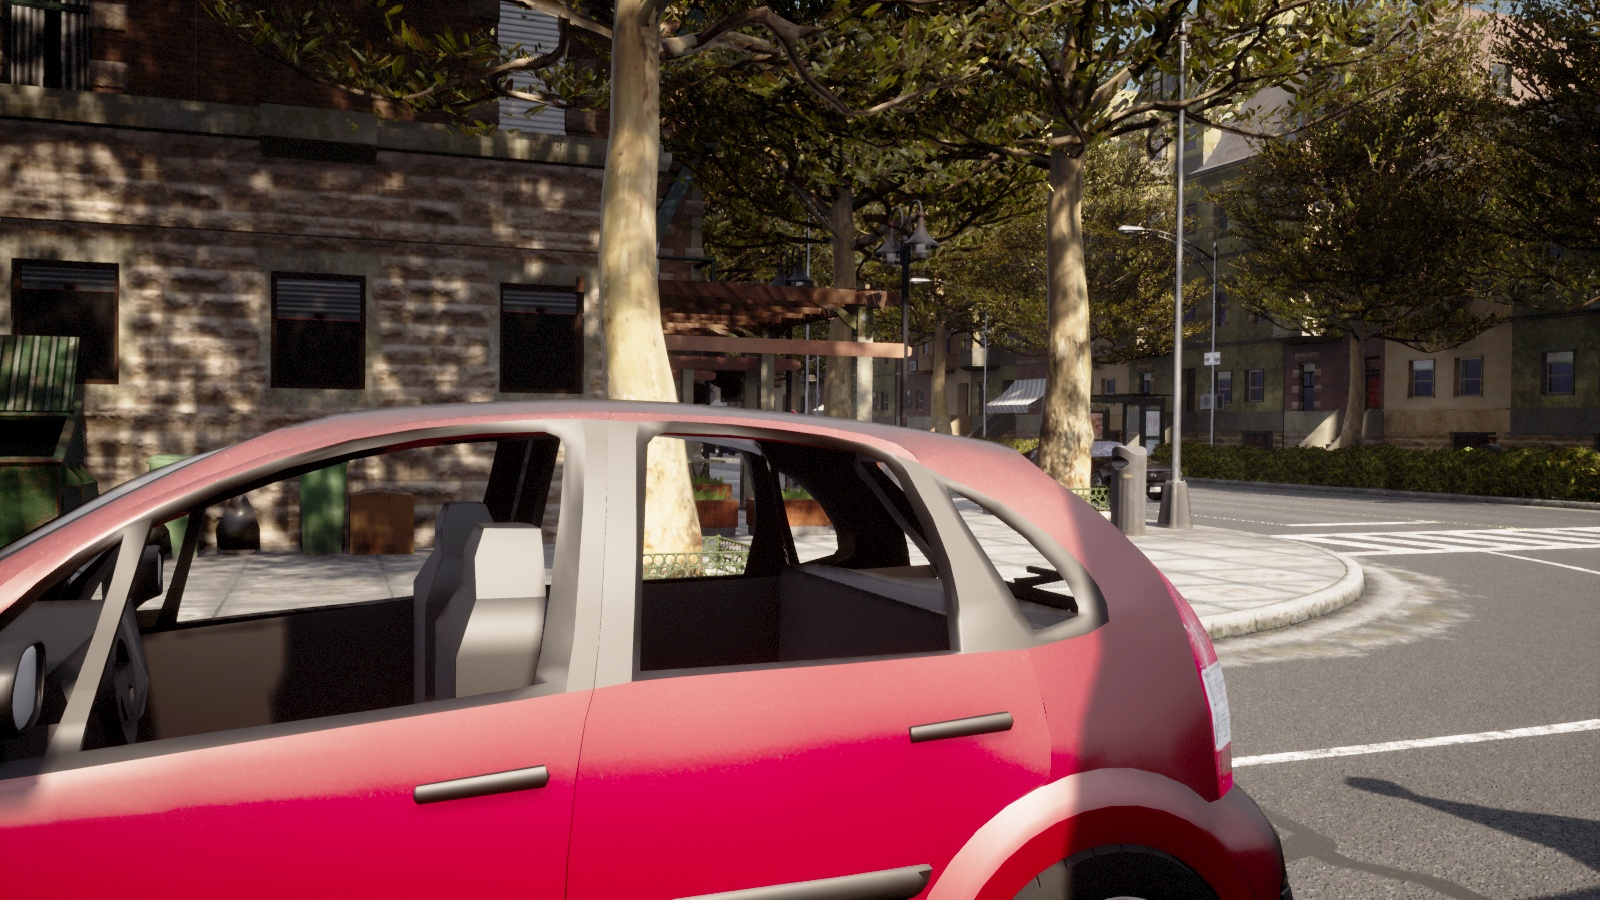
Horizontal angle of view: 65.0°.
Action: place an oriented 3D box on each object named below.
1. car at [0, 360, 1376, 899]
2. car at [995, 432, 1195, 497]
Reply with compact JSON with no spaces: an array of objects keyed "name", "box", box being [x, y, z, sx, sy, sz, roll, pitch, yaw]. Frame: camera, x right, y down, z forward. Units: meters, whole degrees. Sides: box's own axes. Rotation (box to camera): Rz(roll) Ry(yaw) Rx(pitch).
[{"name":"car","box":[-0.947,0.660,2.878,3.988,1.617,1.851,-1,1,-21]},{"name":"car","box":[6.935,0.279,30.226,2.033,1.411,5.357,-1,1,-21]}]
